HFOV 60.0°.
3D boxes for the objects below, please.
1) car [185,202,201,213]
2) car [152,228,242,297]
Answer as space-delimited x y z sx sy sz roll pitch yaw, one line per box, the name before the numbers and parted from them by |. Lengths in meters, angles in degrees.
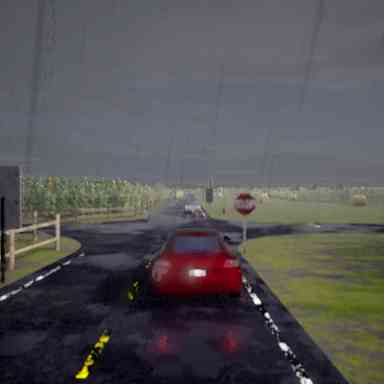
car | 0.103 1.965 41.722 1.895 1.301 4.718 0 0 0
car | 0.102 1.648 8.815 1.994 1.385 4.181 0 -1 0
